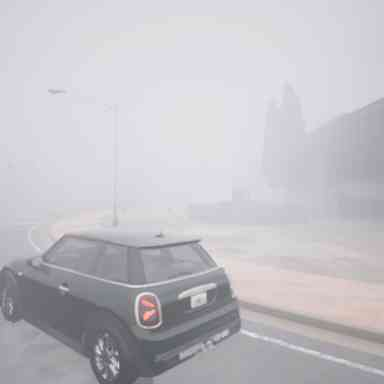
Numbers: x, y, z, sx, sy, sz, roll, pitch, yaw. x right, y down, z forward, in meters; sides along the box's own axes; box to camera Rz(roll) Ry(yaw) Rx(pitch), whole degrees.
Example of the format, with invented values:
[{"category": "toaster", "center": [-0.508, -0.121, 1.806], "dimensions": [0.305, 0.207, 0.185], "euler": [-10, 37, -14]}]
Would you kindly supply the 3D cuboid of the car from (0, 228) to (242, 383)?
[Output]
[{"category": "car", "center": [-1.492, 1.397, 5.654], "dimensions": [4.553, 1.767, 2.097], "euler": [0, -1, 42]}]
